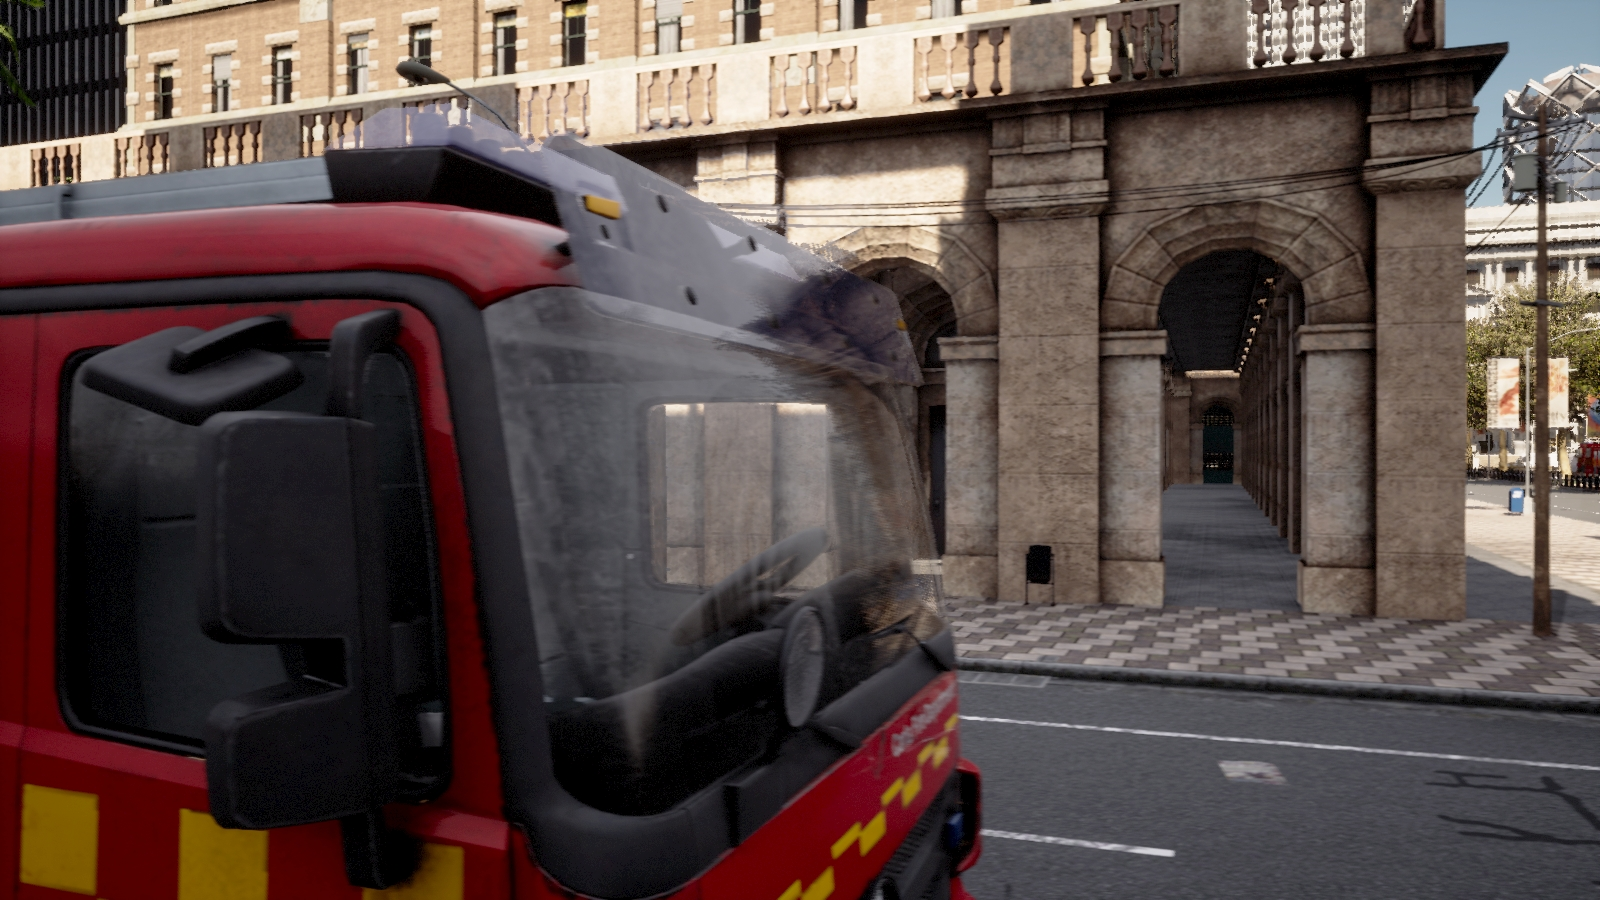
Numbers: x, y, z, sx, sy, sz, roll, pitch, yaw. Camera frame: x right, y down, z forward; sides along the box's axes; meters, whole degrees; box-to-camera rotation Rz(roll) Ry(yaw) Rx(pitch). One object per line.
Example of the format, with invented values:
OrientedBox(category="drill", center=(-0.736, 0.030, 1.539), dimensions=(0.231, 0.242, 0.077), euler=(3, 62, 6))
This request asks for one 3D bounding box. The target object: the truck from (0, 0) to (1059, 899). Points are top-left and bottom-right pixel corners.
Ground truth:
OrientedBox(category="truck", center=(-3.521, 0.888, 4.282), dimensions=(8.468, 3.827, 2.891), euler=(0, 0, 20))
